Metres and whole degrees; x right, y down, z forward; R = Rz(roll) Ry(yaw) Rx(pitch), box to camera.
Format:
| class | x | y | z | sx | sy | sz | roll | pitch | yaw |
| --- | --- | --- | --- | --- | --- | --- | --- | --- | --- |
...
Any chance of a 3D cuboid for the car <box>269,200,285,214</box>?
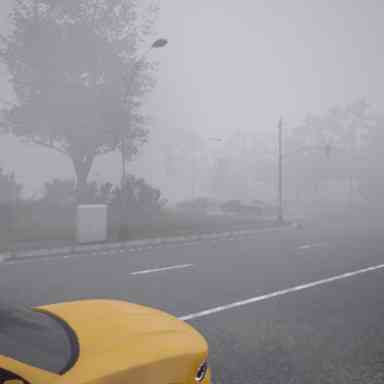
| class | x | y | z | sx | sy | sz | roll | pitch | yaw |
| --- | --- | --- | --- | --- | --- | --- | --- | --- | --- |
| car | 7.633 | 1.493 | 35.312 | 1.882 | 1.535 | 5.008 | 0 | 0 | -32 |

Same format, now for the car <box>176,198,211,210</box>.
| class | x | y | z | sx | sy | sz | roll | pitch | yaw |
| --- | --- | --- | --- | --- | --- | --- | --- | --- | --- |
| car | -0.102 | 1.606 | 40.971 | 1.895 | 1.301 | 4.718 | 0 | 0 | -33 |

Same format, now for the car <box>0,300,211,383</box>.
| class | x | y | z | sx | sy | sz | roll | pitch | yaw |
| --- | --- | --- | --- | --- | --- | --- | --- | --- | --- |
| car | -2.112 | 1.477 | 2.239 | 5.008 | 1.535 | 1.882 | 0 | 0 | -36 |

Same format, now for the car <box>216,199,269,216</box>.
| class | x | y | z | sx | sy | sz | roll | pitch | yaw |
| --- | --- | --- | --- | --- | --- | --- | --- | --- | --- |
| car | 4.904 | 1.491 | 33.080 | 1.882 | 1.535 | 5.008 | 0 | 0 | -32 |

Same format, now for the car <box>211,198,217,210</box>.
| class | x | y | z | sx | sy | sz | roll | pitch | yaw |
| --- | --- | --- | --- | --- | --- | --- | --- | --- | --- |
| car | 2.536 | 1.497 | 43.329 | 2.128 | 1.511 | 4.902 | 0 | 0 | -33 |
